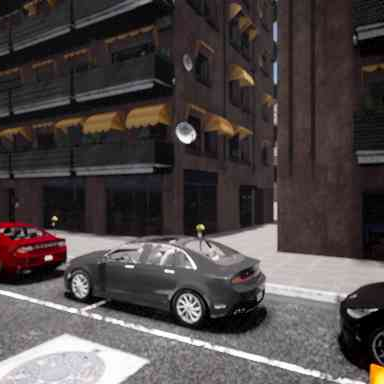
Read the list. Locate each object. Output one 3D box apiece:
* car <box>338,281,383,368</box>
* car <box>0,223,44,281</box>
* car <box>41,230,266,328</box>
[{"bbox_3d":[4.142,1.569,3.985,4.313,1.339,1.947,0,0,30],"label":"car"},{"bbox_3d":[-5.599,1.554,9.636,4.507,1.381,1.887,0,0,30],"label":"car"},{"bbox_3d":[-0.728,1.557,6.810,4.403,1.369,2.008,0,0,30],"label":"car"}]
